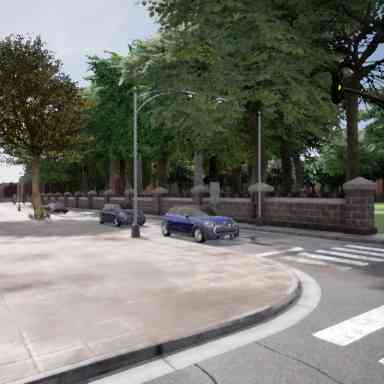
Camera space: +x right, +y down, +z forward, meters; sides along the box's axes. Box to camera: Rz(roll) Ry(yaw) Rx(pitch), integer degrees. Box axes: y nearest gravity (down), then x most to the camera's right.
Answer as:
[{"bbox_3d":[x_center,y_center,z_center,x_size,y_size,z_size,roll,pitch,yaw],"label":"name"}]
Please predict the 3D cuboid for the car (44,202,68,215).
[{"bbox_3d":[-16.845,1.994,41.141,2.033,1.411,5.357,0,-1,-35],"label":"car"}]

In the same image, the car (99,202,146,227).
[{"bbox_3d":[-5.266,1.569,24.850,2.097,1.767,4.553,0,0,-36],"label":"car"}]

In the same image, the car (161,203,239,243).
[{"bbox_3d":[0.307,1.477,17.047,2.097,1.767,4.553,0,0,-35],"label":"car"}]
